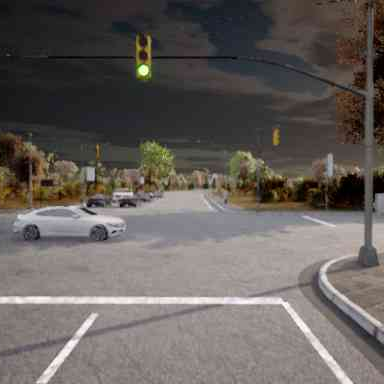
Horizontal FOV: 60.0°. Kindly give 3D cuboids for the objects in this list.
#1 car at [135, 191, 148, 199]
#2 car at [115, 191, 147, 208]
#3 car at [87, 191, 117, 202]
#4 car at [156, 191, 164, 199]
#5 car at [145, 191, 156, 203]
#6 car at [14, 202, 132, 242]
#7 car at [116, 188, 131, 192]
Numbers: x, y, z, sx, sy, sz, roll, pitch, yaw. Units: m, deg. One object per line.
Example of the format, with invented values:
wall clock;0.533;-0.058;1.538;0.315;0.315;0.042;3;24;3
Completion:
car;-10.037;0.514;66.144;1.837;1.490;4.892;0;1;0
car;-6.838;0.983;37.643;2.033;1.411;5.357;0;1;0
car;-10.338;0.984;37.674;2.033;1.411;5.357;0;1;0
car;-6.555;0.540;64.373;1.837;1.490;4.892;0;1;1
car;-6.758;0.846;47.817;1.994;1.385;4.181;0;1;1
car;-5.265;1.309;14.494;4.674;1.442;1.812;0;1;4
car;-10.246;0.489;48.966;2.150;2.045;5.566;0;1;1
